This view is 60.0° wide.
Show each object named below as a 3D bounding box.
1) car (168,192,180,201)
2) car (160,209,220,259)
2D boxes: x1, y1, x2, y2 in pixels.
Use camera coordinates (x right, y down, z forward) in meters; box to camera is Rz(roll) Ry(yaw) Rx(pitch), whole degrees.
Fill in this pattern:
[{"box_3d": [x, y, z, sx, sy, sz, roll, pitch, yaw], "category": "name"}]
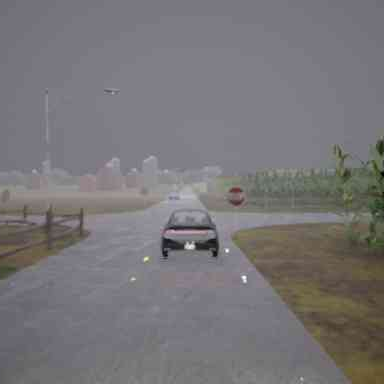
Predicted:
[{"box_3d": [-3.279, 0.812, 60.403, 1.882, 1.535, 5.008, 0, 1, 0], "category": "car"}, {"box_3d": [-0.062, 1.367, 12.114, 2.128, 1.511, 4.902, 0, 1, 0], "category": "car"}]
